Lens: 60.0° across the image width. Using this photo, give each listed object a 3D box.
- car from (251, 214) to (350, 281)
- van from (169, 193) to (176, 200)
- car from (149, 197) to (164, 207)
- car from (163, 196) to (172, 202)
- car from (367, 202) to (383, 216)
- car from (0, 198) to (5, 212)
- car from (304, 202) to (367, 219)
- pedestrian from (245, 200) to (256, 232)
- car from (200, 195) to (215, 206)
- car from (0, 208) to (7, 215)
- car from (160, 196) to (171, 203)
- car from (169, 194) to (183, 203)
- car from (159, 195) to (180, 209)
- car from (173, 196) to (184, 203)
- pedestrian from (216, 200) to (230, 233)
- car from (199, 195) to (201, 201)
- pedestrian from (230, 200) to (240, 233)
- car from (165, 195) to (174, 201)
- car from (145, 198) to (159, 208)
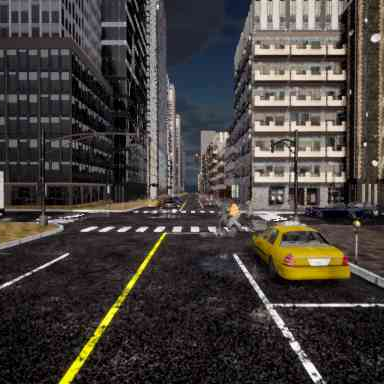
[{"bbox_3d":[2.825,1.522,9.698,1.752,1.417,4.829,-1,0,0],"label":"car"},{"bbox_3d":[-5.529,1.320,92.736,1.690,1.788,3.998,-1,0,0],"label":"van"},{"bbox_3d":[-5.601,1.551,53.153,1.947,1.339,4.313,-1,0,0],"label":"car"},{"bbox_3d":[-5.558,1.564,75.771,1.802,1.307,4.206,-1,0,0],"label":"car"},{"bbox_3d":[16.376,1.622,32.636,4.403,1.369,2.008,0,1,1],"label":"car"},{"bbox_3d":[-21.598,1.274,33.205,4.829,1.417,1.752,0,0,1],"label":"car"},{"bbox_3d":[12.695,1.686,30.064,4.718,1.301,1.895,0,1,0],"label":"car"},{"bbox_3d":[3.228,1.288,18.449,0.375,1.860,0.375,-1,1,0],"label":"pedestrian"},{"bbox_3d":[2.778,1.536,53.138,2.008,1.369,4.403,-1,0,0],"label":"car"},{"bbox_3d":[-18.277,1.421,27.392,5.357,1.411,2.033,0,1,1],"label":"car"},{"bbox_3d":[-5.569,1.527,70.117,1.887,1.381,4.507,-1,0,0],"label":"car"},{"bbox_3d":[-2.978,1.511,56.618,1.812,1.442,4.674,0,0,0],"label":"car"},{"bbox_3d":[-3.003,1.492,45.865,1.837,1.490,4.892,0,0,0],"label":"car"},{"bbox_3d":[-2.867,1.528,69.540,2.033,1.411,5.357,0,0,0],"label":"car"},{"bbox_3d":[1.664,1.288,17.854,0.375,1.860,0.375,-1,1,0],"label":"pedestrian"},{"bbox_3d":[2.841,1.420,87.065,1.967,1.590,4.097,-1,0,0],"label":"car"},{"bbox_3d":[2.405,1.288,19.053,0.375,1.860,0.375,-1,1,0],"label":"pedestrian"},{"bbox_3d":[-5.548,1.526,81.426,1.887,1.381,4.507,-1,0,0],"label":"car"},{"bbox_3d":[-5.613,1.512,47.329,1.752,1.417,4.829,-1,0,0],"label":"car"}]
